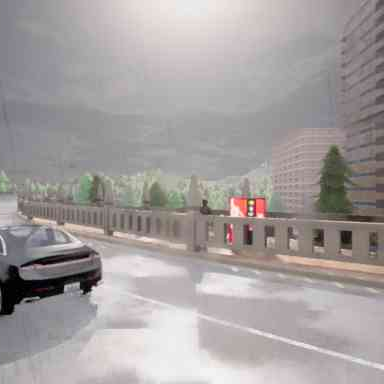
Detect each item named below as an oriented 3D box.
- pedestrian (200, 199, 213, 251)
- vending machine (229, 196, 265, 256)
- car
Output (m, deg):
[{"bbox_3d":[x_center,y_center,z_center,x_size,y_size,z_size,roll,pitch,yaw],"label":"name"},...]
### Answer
[{"bbox_3d":[0.439,1.141,11.838,0.375,1.860,0.375,0,0,41],"label":"pedestrian"},{"bbox_3d":[2.065,1.195,12.419,0.880,2.100,1.100,0,0,41],"label":"vending machine"},{"bbox_3d":[-3.977,1.491,7.549,4.902,1.511,2.128,0,0,41],"label":"car"}]
